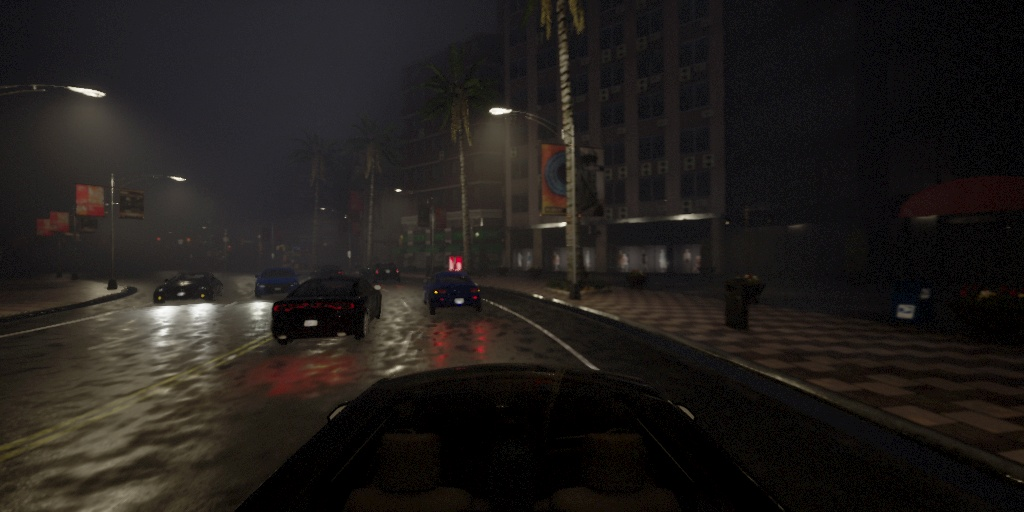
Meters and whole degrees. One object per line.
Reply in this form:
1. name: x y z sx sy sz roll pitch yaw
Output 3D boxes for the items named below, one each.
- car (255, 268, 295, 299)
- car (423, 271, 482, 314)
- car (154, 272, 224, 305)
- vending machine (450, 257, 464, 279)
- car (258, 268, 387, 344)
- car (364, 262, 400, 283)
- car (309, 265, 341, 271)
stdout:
1. car: -12.933 1.389 19.894 1.882 1.535 5.008 0 0 -32
2. car: -2.418 1.317 14.006 1.812 1.442 4.674 0 0 -17
3. car: -15.620 1.501 17.552 1.994 1.385 4.181 0 0 -31
4. vending machine: -5.390 1.044 34.619 1.100 2.100 0.880 0 0 -39
5. car: -4.859 1.290 10.065 1.882 1.535 5.008 0 0 -13
6. car: -10.861 1.252 29.314 2.097 1.767 4.553 -1 0 -38
7. car: -14.864 1.447 28.761 1.837 1.490 4.892 0 -1 -40
